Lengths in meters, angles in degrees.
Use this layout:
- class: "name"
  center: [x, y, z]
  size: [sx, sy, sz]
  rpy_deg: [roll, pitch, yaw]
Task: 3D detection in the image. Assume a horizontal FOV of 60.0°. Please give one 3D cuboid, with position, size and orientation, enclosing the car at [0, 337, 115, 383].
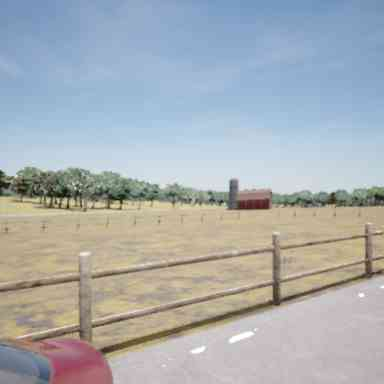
- class: "car"
  center: [-2.475, 1.523, 1.185]
  size: [4.674, 1.442, 1.812]
  rpy_deg: [0, 0, -35]
